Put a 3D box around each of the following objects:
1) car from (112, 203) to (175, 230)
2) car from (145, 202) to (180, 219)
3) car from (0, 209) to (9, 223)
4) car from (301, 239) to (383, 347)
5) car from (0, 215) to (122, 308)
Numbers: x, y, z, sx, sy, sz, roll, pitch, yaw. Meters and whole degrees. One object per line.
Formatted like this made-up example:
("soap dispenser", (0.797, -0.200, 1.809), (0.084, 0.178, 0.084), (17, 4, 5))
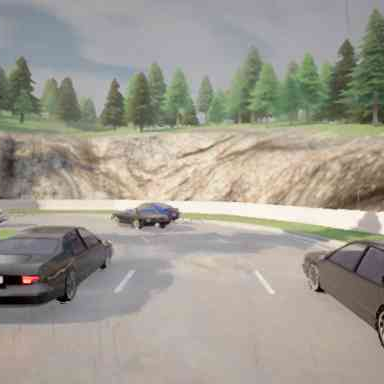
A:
("car", (-3.359, 1.610, 21.025), (1.895, 1.301, 4.718), (0, 0, -37))
("car", (-3.197, 1.491, 25.473), (5.008, 1.535, 1.882), (0, -1, 39))
("car", (-14.518, 1.501, 21.658), (4.674, 1.442, 1.812), (0, -1, -6))
("car", (3.623, 1.564, 5.890), (2.033, 1.411, 5.357), (0, 0, 1))
("car", (-3.371, 1.544, 8.164), (2.033, 1.411, 5.357), (0, 0, 0))
